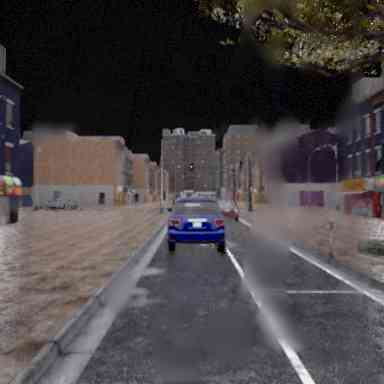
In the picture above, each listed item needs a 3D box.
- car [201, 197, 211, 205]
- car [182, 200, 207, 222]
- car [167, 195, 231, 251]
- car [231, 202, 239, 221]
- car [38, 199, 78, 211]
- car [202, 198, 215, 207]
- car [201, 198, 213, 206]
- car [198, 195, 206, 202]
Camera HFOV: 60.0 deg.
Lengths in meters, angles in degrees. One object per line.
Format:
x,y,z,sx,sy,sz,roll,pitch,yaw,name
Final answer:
2.682,1.742,65.067,1.752,1.417,4.829,1,0,0,car
0.109,1.511,27.461,1.882,1.535,5.008,0,0,-1,car
0.121,1.231,14.208,2.150,2.045,5.566,0,0,-1,car
2.674,1.473,27.277,1.967,1.590,4.097,2,0,0,car
-17.088,1.666,42.361,4.902,1.511,2.128,0,-2,0,car
2.678,1.705,54.024,1.947,1.339,4.313,1,0,0,car
2.679,1.741,59.461,1.947,1.339,4.313,1,0,0,car
2.695,1.791,92.088,2.192,1.841,5.009,1,-1,0,car
